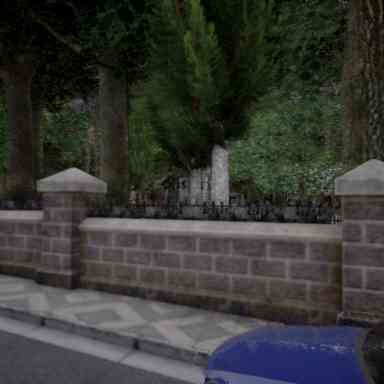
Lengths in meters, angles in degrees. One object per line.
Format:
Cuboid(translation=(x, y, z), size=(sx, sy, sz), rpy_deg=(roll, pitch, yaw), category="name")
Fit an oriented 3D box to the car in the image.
Cuboid(translation=(2.332, 1.693, 2.491), size=(4.674, 1.442, 1.812), rpy_deg=(1, -2, 25), category="car")
